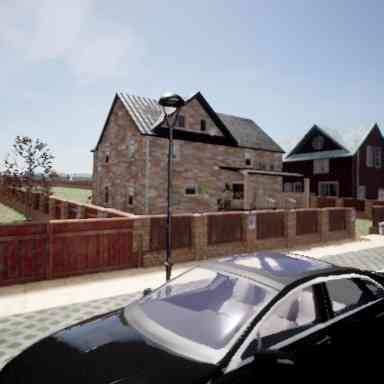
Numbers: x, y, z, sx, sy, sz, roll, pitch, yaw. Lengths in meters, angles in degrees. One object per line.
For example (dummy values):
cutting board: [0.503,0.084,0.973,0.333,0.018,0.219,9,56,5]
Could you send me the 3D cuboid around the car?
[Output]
car: [0.626,1.503,3.518,4.902,1.511,2.128,0,0,-35]
